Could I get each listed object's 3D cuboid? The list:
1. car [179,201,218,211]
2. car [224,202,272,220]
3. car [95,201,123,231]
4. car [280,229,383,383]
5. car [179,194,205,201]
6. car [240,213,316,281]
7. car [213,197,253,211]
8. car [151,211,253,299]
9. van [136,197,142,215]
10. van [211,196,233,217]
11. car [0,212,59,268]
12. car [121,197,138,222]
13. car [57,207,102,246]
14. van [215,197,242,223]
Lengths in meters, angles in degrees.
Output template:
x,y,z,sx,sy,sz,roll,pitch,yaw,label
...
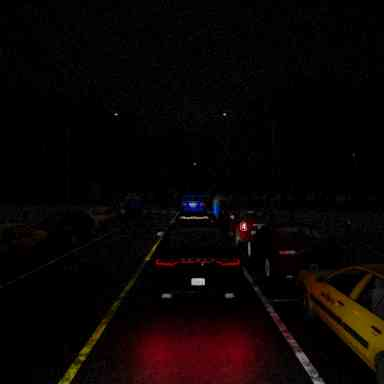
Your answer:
x,y,z,sx,sy,sz,roll,pitch,yaw,label
0.093,1.493,18.957,2.128,1.511,4.902,0,0,0,car
2.757,1.441,15.173,1.967,1.590,4.097,0,0,0,car
-5.769,1.527,20.439,1.752,1.417,4.829,0,0,0,car
2.759,1.525,4.467,1.752,1.417,4.829,0,0,0,car
0.017,1.226,29.324,2.150,2.045,5.566,0,0,-2,car
2.758,1.545,9.735,1.887,1.381,4.507,0,0,0,car
2.756,1.317,20.611,2.192,1.841,5.009,0,0,0,car
0.093,1.478,8.514,1.882,1.535,5.008,0,0,0,car
-5.771,1.346,31.484,1.690,1.788,3.998,0,0,0,van
2.754,1.346,31.486,1.690,1.788,3.998,0,0,0,van
-5.767,1.526,9.564,1.752,1.417,4.829,0,0,0,car
-5.770,1.443,26.046,1.967,1.590,4.097,0,0,0,car
-5.768,1.567,15.171,1.947,1.339,4.313,0,0,0,car
2.755,1.344,26.048,1.690,1.788,3.998,0,0,0,van
